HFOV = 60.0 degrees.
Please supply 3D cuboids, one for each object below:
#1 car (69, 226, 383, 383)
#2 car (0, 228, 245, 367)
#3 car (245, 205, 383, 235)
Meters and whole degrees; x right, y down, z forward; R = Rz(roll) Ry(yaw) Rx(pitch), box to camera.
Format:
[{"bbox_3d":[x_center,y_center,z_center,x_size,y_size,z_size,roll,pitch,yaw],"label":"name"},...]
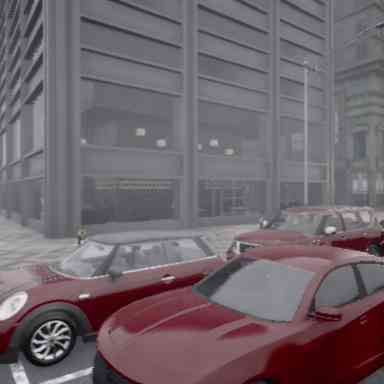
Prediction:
[{"bbox_3d":[1.284,1.479,4.293,5.008,1.535,1.882,0,0,-35],"label":"car"},{"bbox_3d":[-1.318,1.441,5.711,4.097,1.590,1.967,0,0,-35],"label":"car"},{"bbox_3d":[3.272,1.319,8.984,5.009,1.841,2.192,0,0,-35],"label":"car"}]
